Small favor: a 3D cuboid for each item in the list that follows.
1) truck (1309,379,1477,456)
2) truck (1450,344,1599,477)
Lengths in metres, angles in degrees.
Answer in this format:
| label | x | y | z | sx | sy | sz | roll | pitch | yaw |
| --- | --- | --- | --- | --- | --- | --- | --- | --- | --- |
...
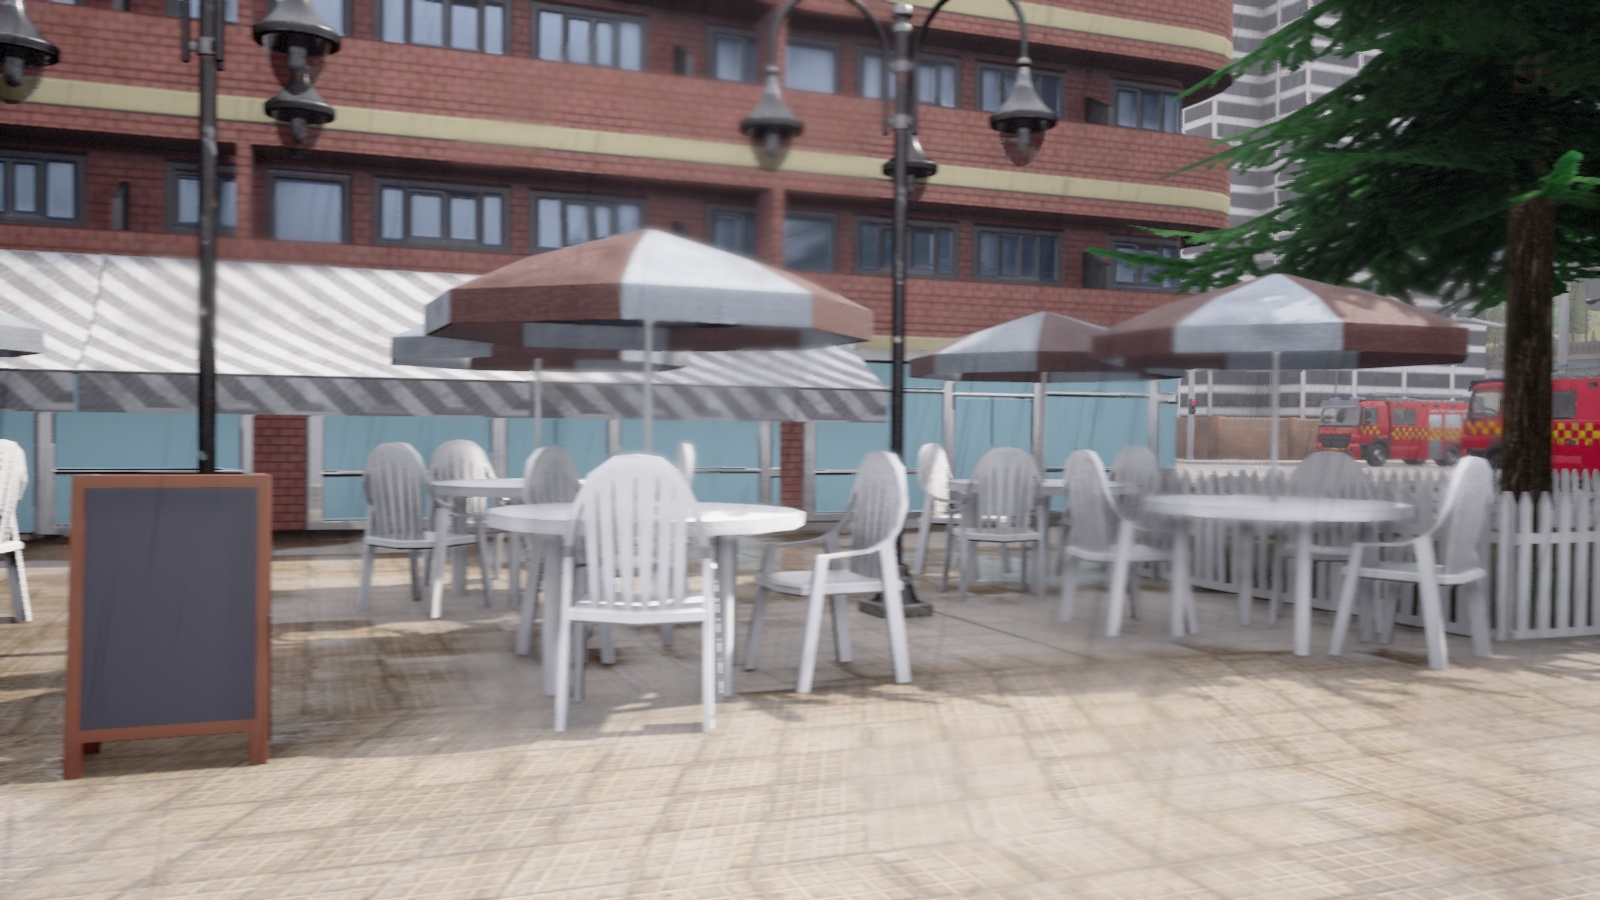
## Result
| label | x | y | z | sx | sy | sz | roll | pitch | yaw |
| --- | --- | --- | --- | --- | --- | --- | --- | --- | --- |
| truck | 31.036 | -1.715 | 65.701 | 8.468 | 3.827 | 2.891 | -1 | 1 | -21 |
| truck | 24.074 | -1.181 | 37.567 | 2.891 | 3.827 | 8.468 | -1 | 1 | -21 |
